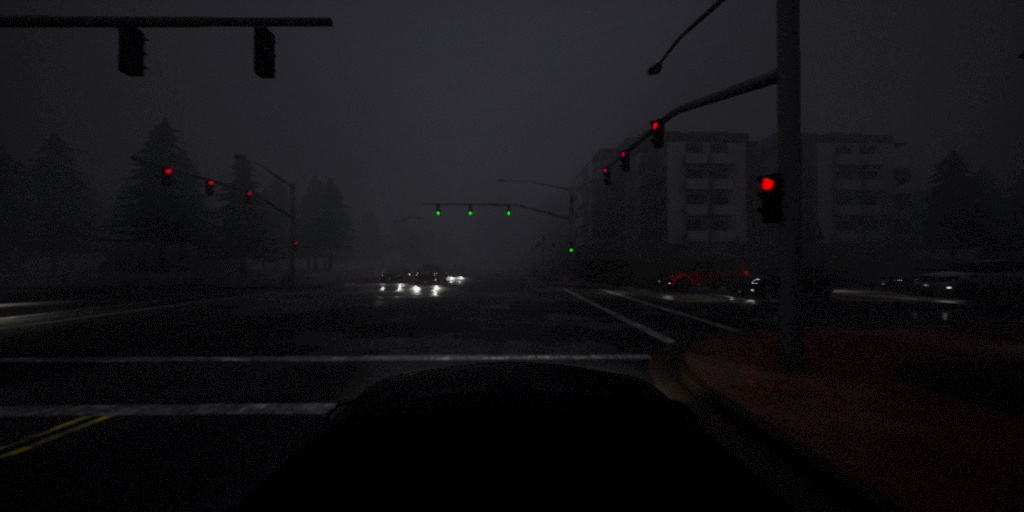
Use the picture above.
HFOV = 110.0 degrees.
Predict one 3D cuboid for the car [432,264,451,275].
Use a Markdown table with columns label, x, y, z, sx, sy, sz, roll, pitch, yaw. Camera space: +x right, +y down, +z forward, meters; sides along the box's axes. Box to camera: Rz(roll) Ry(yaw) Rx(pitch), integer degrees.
| label | x | y | z | sx | sy | sz | roll | pitch | yaw |
| --- | --- | --- | --- | --- | --- | --- | --- | --- | --- |
| car | -10.552 | 1.975 | 53.950 | 1.837 | 1.490 | 4.892 | 0 | -1 | 0 |

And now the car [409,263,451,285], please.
| label | x | y | z | sx | sy | sz | roll | pitch | yaw |
| --- | --- | --- | --- | --- | --- | --- | --- | --- | --- |
| car | -6.995 | 1.505 | 31.044 | 2.097 | 1.767 | 4.553 | 0 | -1 | 0 |

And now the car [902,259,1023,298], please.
| label | x | y | z | sx | sy | sz | roll | pitch | yaw |
| --- | --- | --- | --- | --- | --- | --- | --- | --- | --- |
| car | 25.800 | 1.212 | 19.775 | 5.566 | 2.045 | 2.150 | -1 | -1 | 5 |

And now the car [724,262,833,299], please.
| label | x | y | z | sx | sy | sz | roll | pitch | yaw |
| --- | --- | --- | --- | --- | --- | --- | --- | --- | --- |
| car | 14.699 | 1.350 | 19.709 | 4.553 | 1.767 | 2.097 | 0 | -1 | -1 |

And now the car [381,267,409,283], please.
| label | x | y | z | sx | sy | sz | roll | pitch | yaw |
| --- | --- | --- | --- | --- | --- | --- | --- | --- | --- |
| car | -10.581 | 1.711 | 33.334 | 1.812 | 1.442 | 4.674 | 0 | -1 | 0 |

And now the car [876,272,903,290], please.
| label | x | y | z | sx | sy | sz | roll | pitch | yaw |
| --- | --- | --- | --- | --- | --- | --- | --- | --- | --- |
| car | 26.615 | 1.536 | 23.099 | 4.902 | 1.511 | 2.128 | 0 | -1 | 6 |

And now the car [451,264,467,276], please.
| label | x | y | z | sx | sy | sz | roll | pitch | yaw |
| --- | --- | --- | --- | --- | --- | --- | --- | --- | --- |
| car | -7.081 | 1.866 | 47.184 | 2.128 | 1.511 | 4.902 | 0 | -1 | 0 |

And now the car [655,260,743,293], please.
| label | x | y | z | sx | sy | sz | roll | pitch | yaw |
| --- | --- | --- | --- | --- | --- | --- | --- | --- | --- |
| car | 12.203 | 1.267 | 23.158 | 5.566 | 2.045 | 2.150 | 0 | -1 | -2 |
